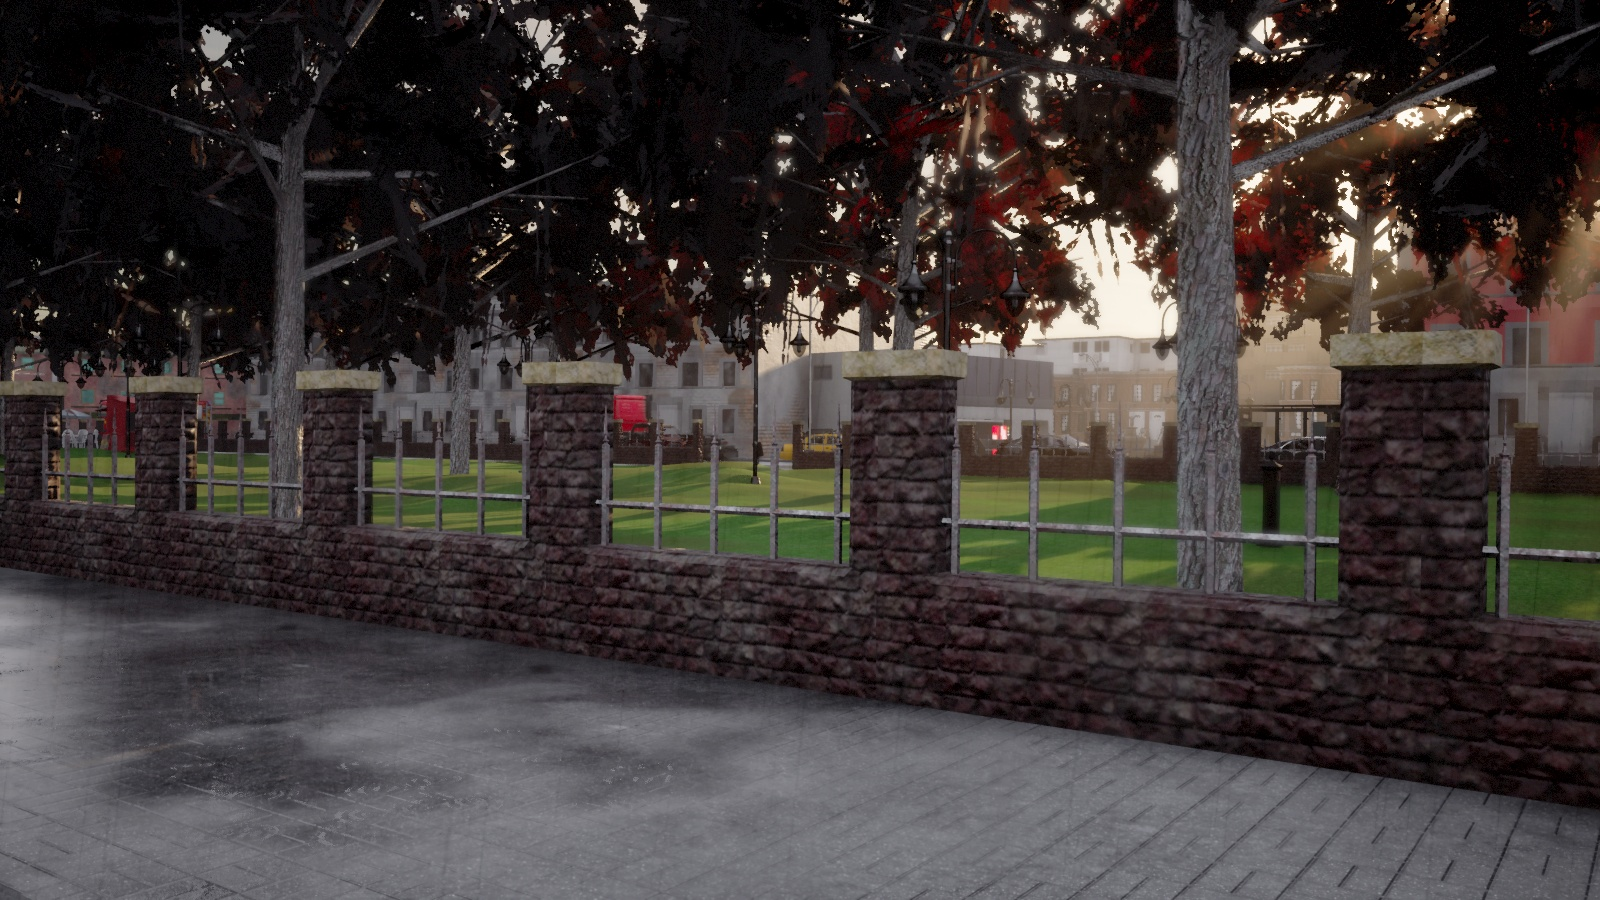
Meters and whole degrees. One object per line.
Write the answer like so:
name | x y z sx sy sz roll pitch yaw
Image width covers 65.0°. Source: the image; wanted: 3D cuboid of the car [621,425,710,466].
car | -6.365 -0.223 59.212 3.866 1.878 1.905 0 1 35

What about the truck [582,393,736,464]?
truck | -7.335 -1.068 64.762 7.936 3.462 2.891 0 1 35

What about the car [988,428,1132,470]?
car | 9.866 -0.054 47.802 4.902 1.511 2.128 0 1 35

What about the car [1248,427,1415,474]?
car | 17.819 -0.001 42.209 4.892 1.490 1.837 0 1 35

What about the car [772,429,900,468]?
car | 1.505 -0.076 53.683 5.366 1.575 1.801 0 1 35

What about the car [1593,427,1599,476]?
car | 25.908 0.024 36.535 4.674 1.442 1.812 0 1 36
